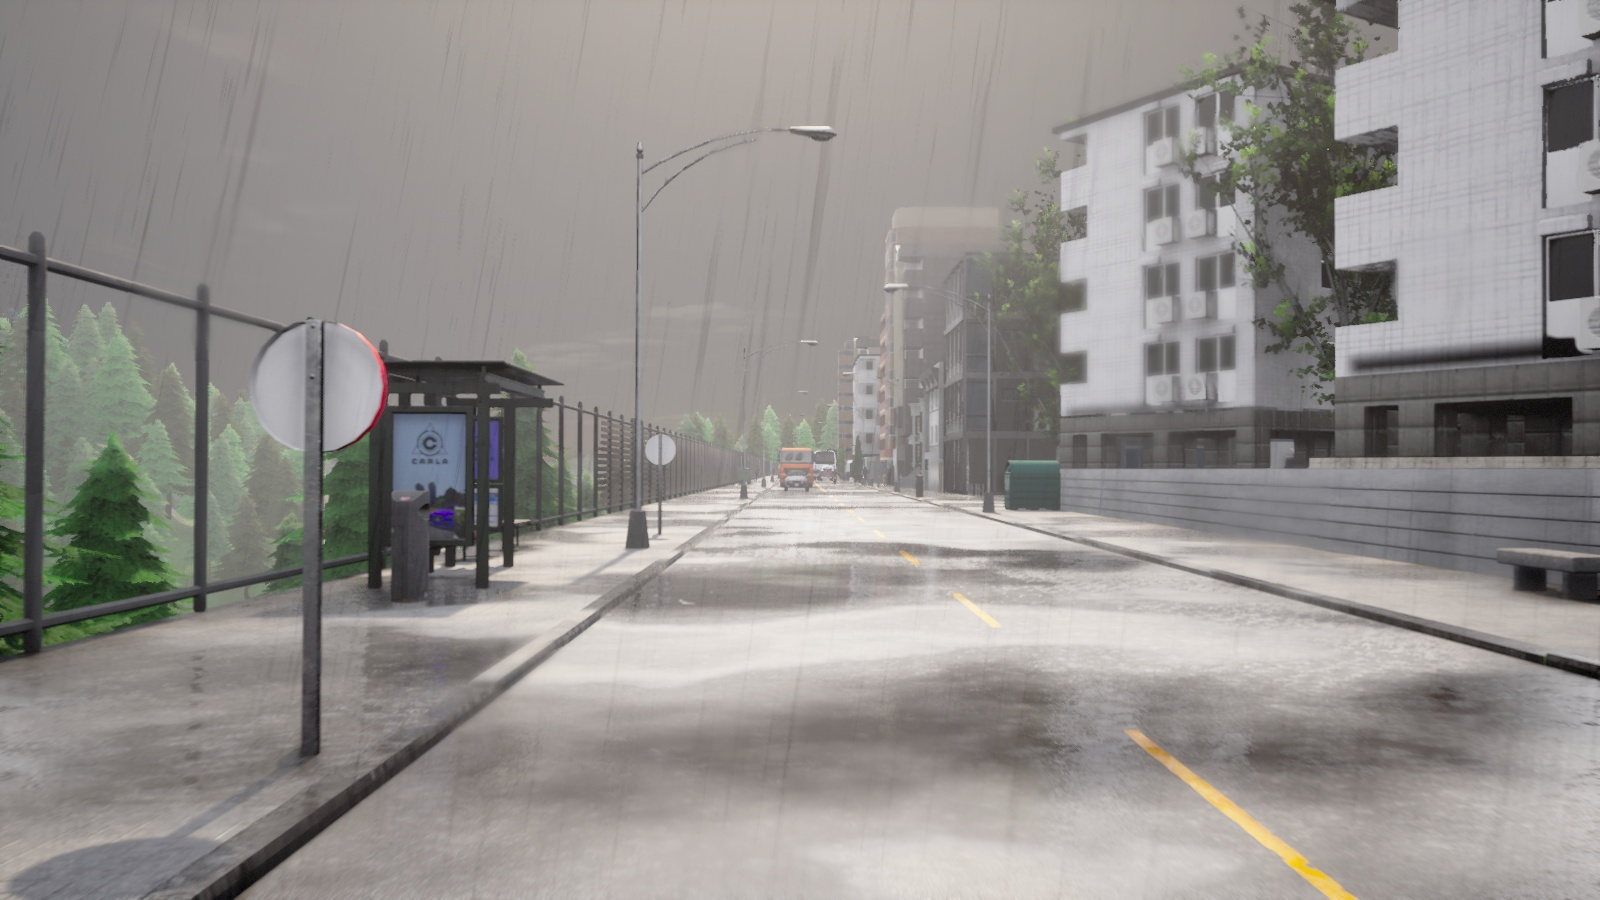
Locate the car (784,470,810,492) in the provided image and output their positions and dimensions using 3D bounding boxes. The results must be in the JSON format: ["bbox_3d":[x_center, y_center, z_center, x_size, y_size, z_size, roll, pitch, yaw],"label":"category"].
[{"bbox_3d":[-0.222,2.173,88.750,1.816,1.474,4.193,0,-1,0],"label":"car"}]
